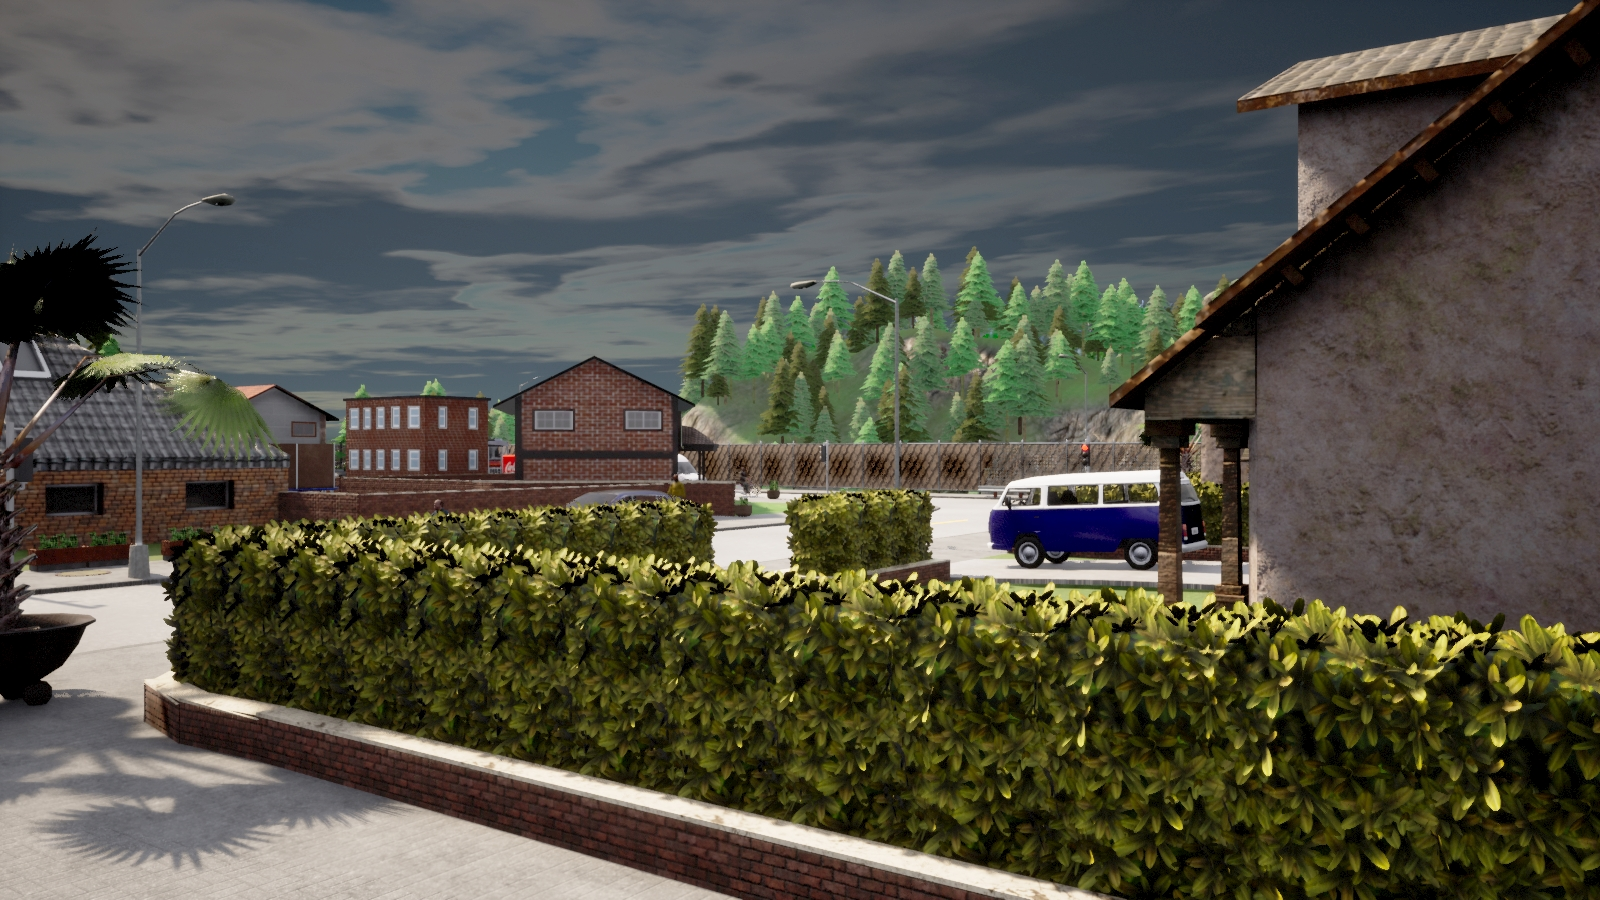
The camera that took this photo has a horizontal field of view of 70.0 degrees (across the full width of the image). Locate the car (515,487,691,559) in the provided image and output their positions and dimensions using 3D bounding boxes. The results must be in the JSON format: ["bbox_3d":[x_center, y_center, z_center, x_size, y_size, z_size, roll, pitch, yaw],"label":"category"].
[{"bbox_3d":[-5.388,1.958,31.821,2.242,1.667,4.611,0,0,35],"label":"car"}]

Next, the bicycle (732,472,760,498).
[{"bbox_3d":[-3.156,2.044,67.090,1.835,1.471,0.329,0,0,35],"label":"bicycle"}]

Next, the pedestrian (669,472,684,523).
[{"bbox_3d":[-4.549,1.732,42.039,0.375,1.860,0.375,0,0,30],"label":"pedestrian"}]
